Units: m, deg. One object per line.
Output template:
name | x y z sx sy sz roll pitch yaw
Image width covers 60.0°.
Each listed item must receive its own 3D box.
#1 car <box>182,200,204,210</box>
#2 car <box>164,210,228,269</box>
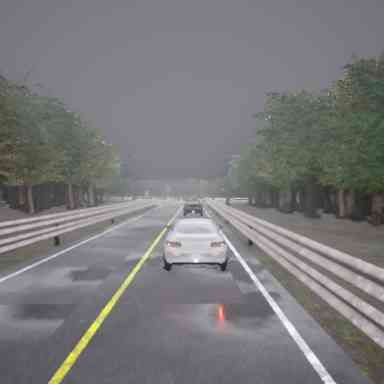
car | 0.119 1.582 33.015 1.837 1.490 4.892 0 0 0
car | 0.104 1.537 11.013 1.812 1.442 4.674 0 0 0
